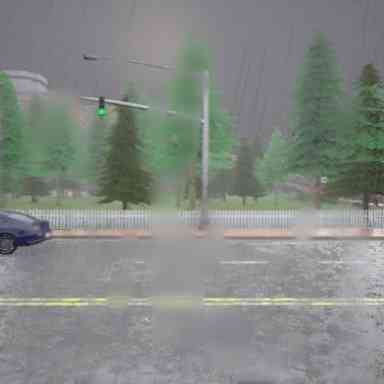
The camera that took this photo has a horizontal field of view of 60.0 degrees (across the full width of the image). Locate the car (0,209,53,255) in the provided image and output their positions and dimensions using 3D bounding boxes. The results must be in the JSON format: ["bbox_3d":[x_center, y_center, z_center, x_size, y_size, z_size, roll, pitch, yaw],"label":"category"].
[{"bbox_3d":[-7.414,1.341,11.759,4.674,1.442,1.812,0,1,-1],"label":"car"}]
